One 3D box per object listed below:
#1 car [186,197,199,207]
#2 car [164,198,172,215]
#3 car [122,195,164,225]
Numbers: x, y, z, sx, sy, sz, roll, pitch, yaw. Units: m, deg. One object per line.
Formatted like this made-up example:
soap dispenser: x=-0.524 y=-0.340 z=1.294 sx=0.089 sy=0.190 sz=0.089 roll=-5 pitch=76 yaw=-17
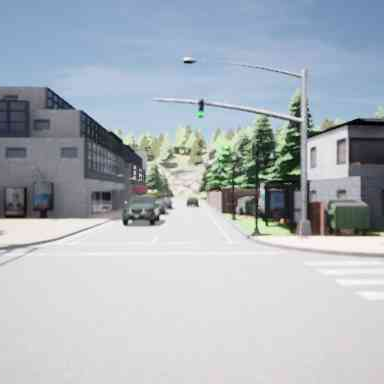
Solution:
car: x=0.099 y=1.528 z=51.286 sx=1.837 sy=1.490 sz=4.892 roll=0 pitch=0 yaw=0
car: x=-3.599 y=1.505 z=34.474 sx=2.128 sy=1.511 sz=4.902 roll=0 pitch=0 yaw=0
car: x=-3.601 y=1.231 z=24.424 sx=2.150 sy=2.045 sz=5.566 roll=0 pitch=0 yaw=0
